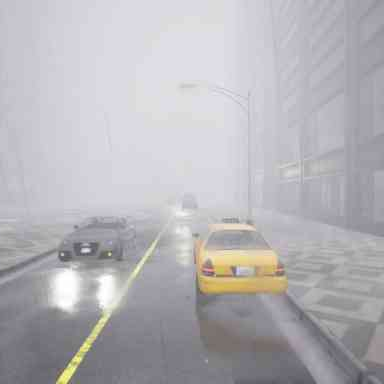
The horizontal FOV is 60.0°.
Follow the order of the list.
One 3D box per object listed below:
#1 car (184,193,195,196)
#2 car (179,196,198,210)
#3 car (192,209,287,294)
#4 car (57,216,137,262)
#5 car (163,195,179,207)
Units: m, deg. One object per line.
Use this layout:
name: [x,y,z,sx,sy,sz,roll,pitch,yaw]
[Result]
car: [-0.456,1.235,53.478,2.150,2.045,5.566,0,0,0]
car: [-0.272,1.574,43.214,1.994,1.385,4.181,0,0,-1]
car: [0.974,1.457,8.792,1.801,1.575,5.366,0,0,0]
car: [-3.201,1.567,11.985,1.994,1.385,4.181,0,0,0]
car: [-3.546,1.518,53.030,1.837,1.490,4.892,0,0,0]
